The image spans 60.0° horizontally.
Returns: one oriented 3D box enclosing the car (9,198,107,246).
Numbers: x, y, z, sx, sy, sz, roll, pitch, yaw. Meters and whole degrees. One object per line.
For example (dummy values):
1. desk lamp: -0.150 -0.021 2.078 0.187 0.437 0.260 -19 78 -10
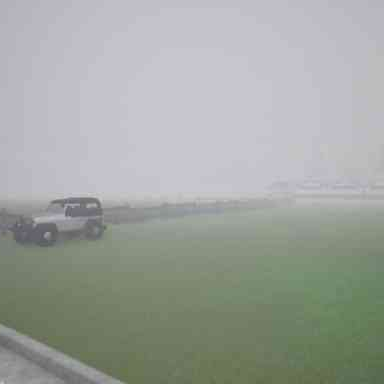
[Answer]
1. car: -5.609 1.209 14.530 1.905 1.878 3.866 0 0 35
